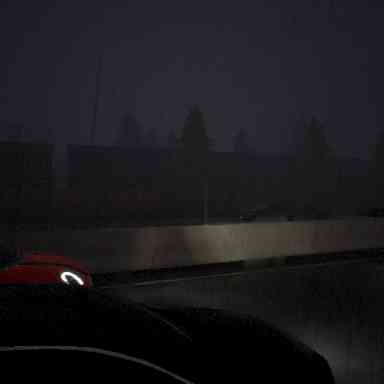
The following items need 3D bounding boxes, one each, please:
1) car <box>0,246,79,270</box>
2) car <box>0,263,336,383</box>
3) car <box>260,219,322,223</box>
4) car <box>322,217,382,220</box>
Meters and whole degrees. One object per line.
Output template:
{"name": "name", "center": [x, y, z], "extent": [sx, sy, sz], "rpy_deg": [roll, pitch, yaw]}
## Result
{"name": "car", "center": [-3.841, 1.351, 5.083], "extent": [4.553, 1.767, 2.097], "rpy_deg": [0, 0, -22]}
{"name": "car", "center": [-1.142, 1.506, 2.406], "extent": [4.892, 1.490, 1.837], "rpy_deg": [0, 0, -22]}
{"name": "car", "center": [6.782, 1.564, 21.008], "extent": [4.181, 1.385, 1.994], "rpy_deg": [0, 0, -22]}
{"name": "car", "center": [9.899, 1.600, 18.502], "extent": [4.718, 1.301, 1.895], "rpy_deg": [0, 0, -22]}
